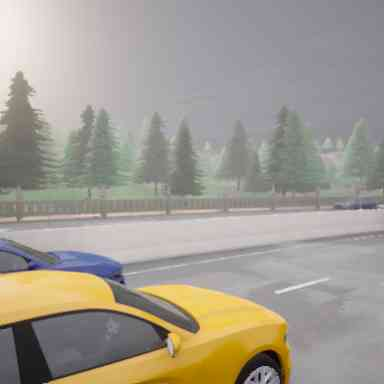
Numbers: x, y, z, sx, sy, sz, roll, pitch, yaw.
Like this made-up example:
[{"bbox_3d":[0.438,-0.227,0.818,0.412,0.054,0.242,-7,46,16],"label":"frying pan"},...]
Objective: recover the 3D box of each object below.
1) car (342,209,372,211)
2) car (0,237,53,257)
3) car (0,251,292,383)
[{"bbox_3d":[16.493,1.217,33.645,4.553,1.767,2.097,0,0,-22],"label":"car"},{"bbox_3d":[-3.561,1.477,5.504,5.008,1.535,1.882,0,0,-35],"label":"car"},{"bbox_3d":[-1.224,1.475,2.872,5.008,1.535,1.882,0,0,-36],"label":"car"}]
